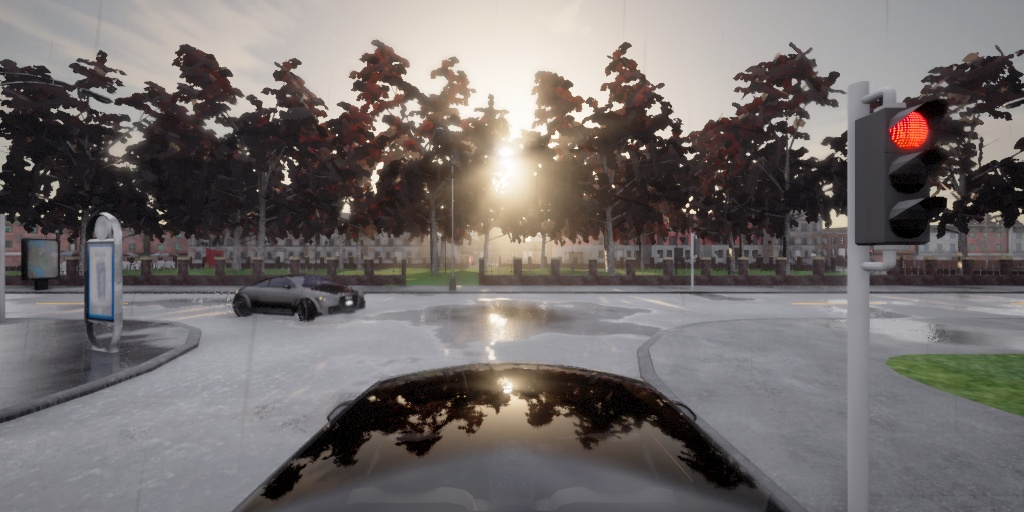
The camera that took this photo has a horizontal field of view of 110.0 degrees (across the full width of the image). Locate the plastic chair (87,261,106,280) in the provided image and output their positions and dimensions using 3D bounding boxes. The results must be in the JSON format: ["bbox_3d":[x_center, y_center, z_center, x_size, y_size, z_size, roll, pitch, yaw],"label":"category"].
[{"bbox_3d":[-38.197,1.296,32.962,0.730,1.272,0.750,0,0,-40],"label":"plastic chair"}]

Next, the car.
[{"bbox_3d":[-7.072,1.314,12.003,4.181,1.385,1.994,0,0,17],"label":"car"}]

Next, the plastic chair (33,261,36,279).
[{"bbox_3d":[-44.624,1.295,34.121,0.730,1.272,0.750,0,0,-41],"label":"plastic chair"}]

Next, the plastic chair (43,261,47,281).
[{"bbox_3d":[-40.225,1.293,31.484,0.730,1.272,0.750,0,0,-40],"label":"plastic chair"}]

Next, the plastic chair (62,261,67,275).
[{"bbox_3d":[-38.292,1.306,31.256,0.750,1.272,0.730,0,0,-35],"label":"plastic chair"}]

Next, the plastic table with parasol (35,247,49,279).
[{"bbox_3d":[-43.616,0.620,34.871,2.482,2.480,2.482,0,0,-39],"label":"plastic table with parasol"}]

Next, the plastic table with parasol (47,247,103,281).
[{"bbox_3d":[-39.195,0.694,32.229,2.482,2.480,2.482,0,0,-40],"label":"plastic table with parasol"}]
